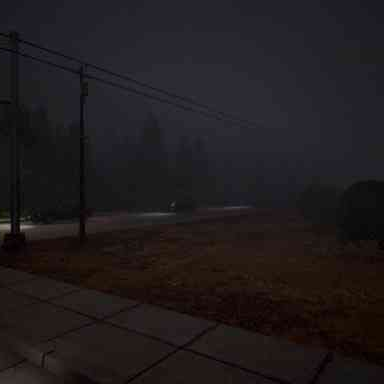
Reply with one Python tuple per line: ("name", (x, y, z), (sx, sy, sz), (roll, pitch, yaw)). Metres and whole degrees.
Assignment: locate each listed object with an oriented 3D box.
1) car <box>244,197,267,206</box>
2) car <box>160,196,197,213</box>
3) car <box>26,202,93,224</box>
("car", (9.767, 1.441, 51.081), (1.895, 1.301, 4.718), (0, 0, 37))
("car", (-1.415, 1.287, 36.159), (2.097, 1.767, 4.553), (0, 0, 37))
("car", (-9.800, 1.513, 24.859), (1.837, 1.490, 4.892), (0, 0, 37))
